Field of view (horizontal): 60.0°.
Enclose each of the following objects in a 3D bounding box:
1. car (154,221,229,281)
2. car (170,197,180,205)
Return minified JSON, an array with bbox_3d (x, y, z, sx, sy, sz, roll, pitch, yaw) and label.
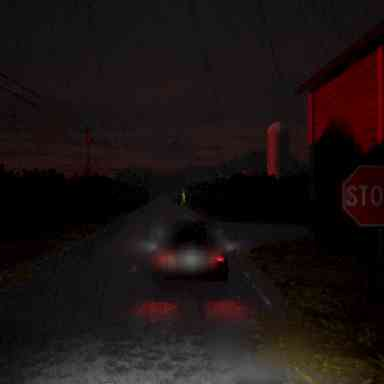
[{"bbox_3d":[-0.045,1.564,9.856,2.033,1.411,5.357,0,0,-1],"label":"car"},{"bbox_3d":[-3.204,1.593,61.991,2.128,1.511,4.902,0,0,-4],"label":"car"}]
